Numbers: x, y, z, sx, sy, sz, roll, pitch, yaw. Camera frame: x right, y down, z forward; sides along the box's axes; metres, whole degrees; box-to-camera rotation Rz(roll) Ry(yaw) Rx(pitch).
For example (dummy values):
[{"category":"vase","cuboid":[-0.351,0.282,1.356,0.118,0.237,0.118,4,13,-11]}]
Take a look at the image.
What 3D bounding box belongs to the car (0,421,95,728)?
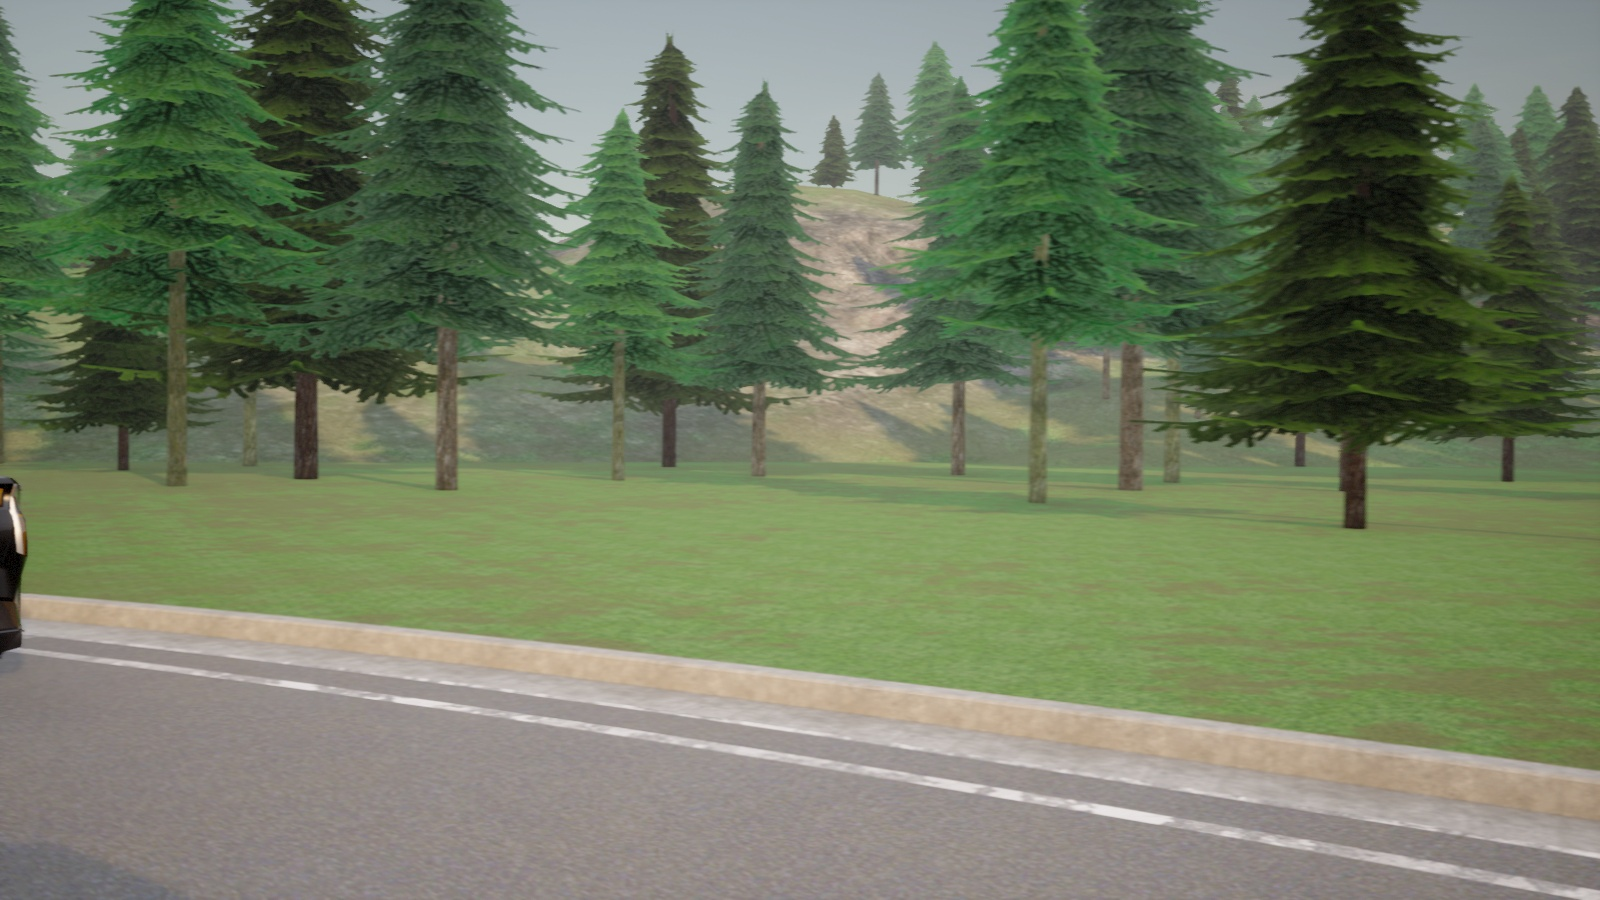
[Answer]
[{"category":"car","cuboid":[-6.247,0.631,6.702,4.514,1.525,2.007,0,1,24]}]
